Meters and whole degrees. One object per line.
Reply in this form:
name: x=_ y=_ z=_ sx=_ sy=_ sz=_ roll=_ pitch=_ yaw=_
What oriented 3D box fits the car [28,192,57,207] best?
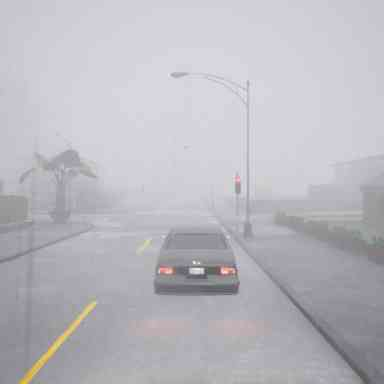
car: x=-19.730 y=0.985 z=43.886 sx=1.905 sy=1.878 sz=3.866 roll=0 pitch=0 yaw=35

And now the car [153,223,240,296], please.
car: x=0.103 y=1.547 z=8.835 sx=2.033 sy=1.411 sz=5.357 roll=0 pitch=0 yaw=0
